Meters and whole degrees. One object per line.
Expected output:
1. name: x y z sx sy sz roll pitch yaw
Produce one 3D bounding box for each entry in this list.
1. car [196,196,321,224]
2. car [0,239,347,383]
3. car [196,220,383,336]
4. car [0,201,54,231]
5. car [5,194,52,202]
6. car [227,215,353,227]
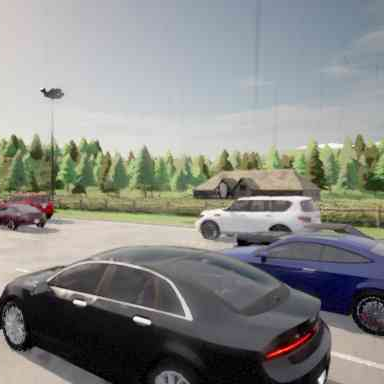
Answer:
1. car: 2.844 1.206 14.864 5.566 2.045 2.150 0 0 36
2. car: -0.755 1.497 4.531 4.892 1.490 1.837 0 0 36
3. car: 2.315 1.521 6.640 4.674 1.442 1.812 0 0 36
4. car: -10.685 1.475 20.200 4.674 1.442 1.812 0 0 35
5. car: -13.175 1.157 26.293 5.566 2.045 2.150 0 0 35
6. car: 3.654 1.594 9.984 4.718 1.301 1.895 0 0 36
